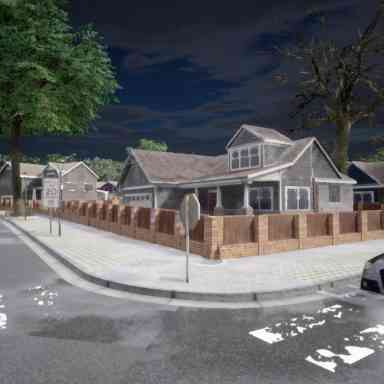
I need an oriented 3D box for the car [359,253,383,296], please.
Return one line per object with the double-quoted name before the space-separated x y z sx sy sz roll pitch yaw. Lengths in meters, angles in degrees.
"car" 5.728 1.630 7.610 4.181 1.385 1.994 0 -2 -34
